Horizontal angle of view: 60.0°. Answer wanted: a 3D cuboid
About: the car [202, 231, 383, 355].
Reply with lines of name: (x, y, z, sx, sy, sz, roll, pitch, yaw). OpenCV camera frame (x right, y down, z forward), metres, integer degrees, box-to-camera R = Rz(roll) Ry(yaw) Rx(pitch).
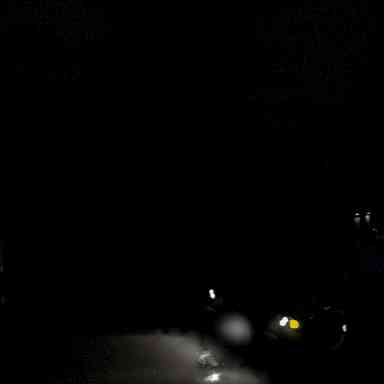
car: (2.753, 1.497, 6.216, 5.357, 1.411, 2.033, 0, 1, -37)
